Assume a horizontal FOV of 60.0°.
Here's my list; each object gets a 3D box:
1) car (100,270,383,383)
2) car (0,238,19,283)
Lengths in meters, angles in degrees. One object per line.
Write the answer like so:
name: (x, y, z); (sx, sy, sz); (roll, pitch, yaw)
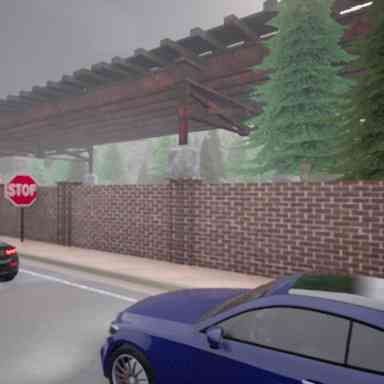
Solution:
car: (1.155, 1.525, 3.168); (4.674, 1.442, 1.812); (0, 0, 36)
car: (-6.157, 1.518, 8.384); (4.674, 1.442, 1.812); (0, 0, 36)
